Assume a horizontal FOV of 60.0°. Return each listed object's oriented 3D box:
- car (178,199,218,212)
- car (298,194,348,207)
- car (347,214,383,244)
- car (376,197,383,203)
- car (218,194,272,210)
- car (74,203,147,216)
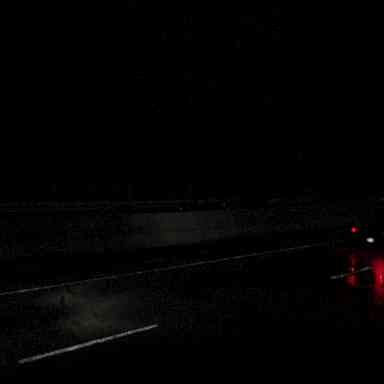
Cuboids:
[{"bbox_3d":[0.833,1.504,34.881,4.902,1.511,2.128,0,0,-36],"label":"car"},{"bbox_3d":[11.833,1.212,29.891,5.566,2.045,2.150,0,0,-36],"label":"car"},{"bbox_3d":[8.893,1.609,14.538,4.718,1.301,1.895,0,0,-36],"label":"car"},{"bbox_3d":[34.806,1.496,59.415,4.674,1.442,1.812,0,0,-36],"label":"car"},{"bbox_3d":[5.753,1.224,34.128,5.566,2.045,2.150,0,0,-36],"label":"car"},{"bbox_3d":[-5.260,1.510,21.813,4.902,1.511,2.128,0,0,-36],"label":"car"}]
